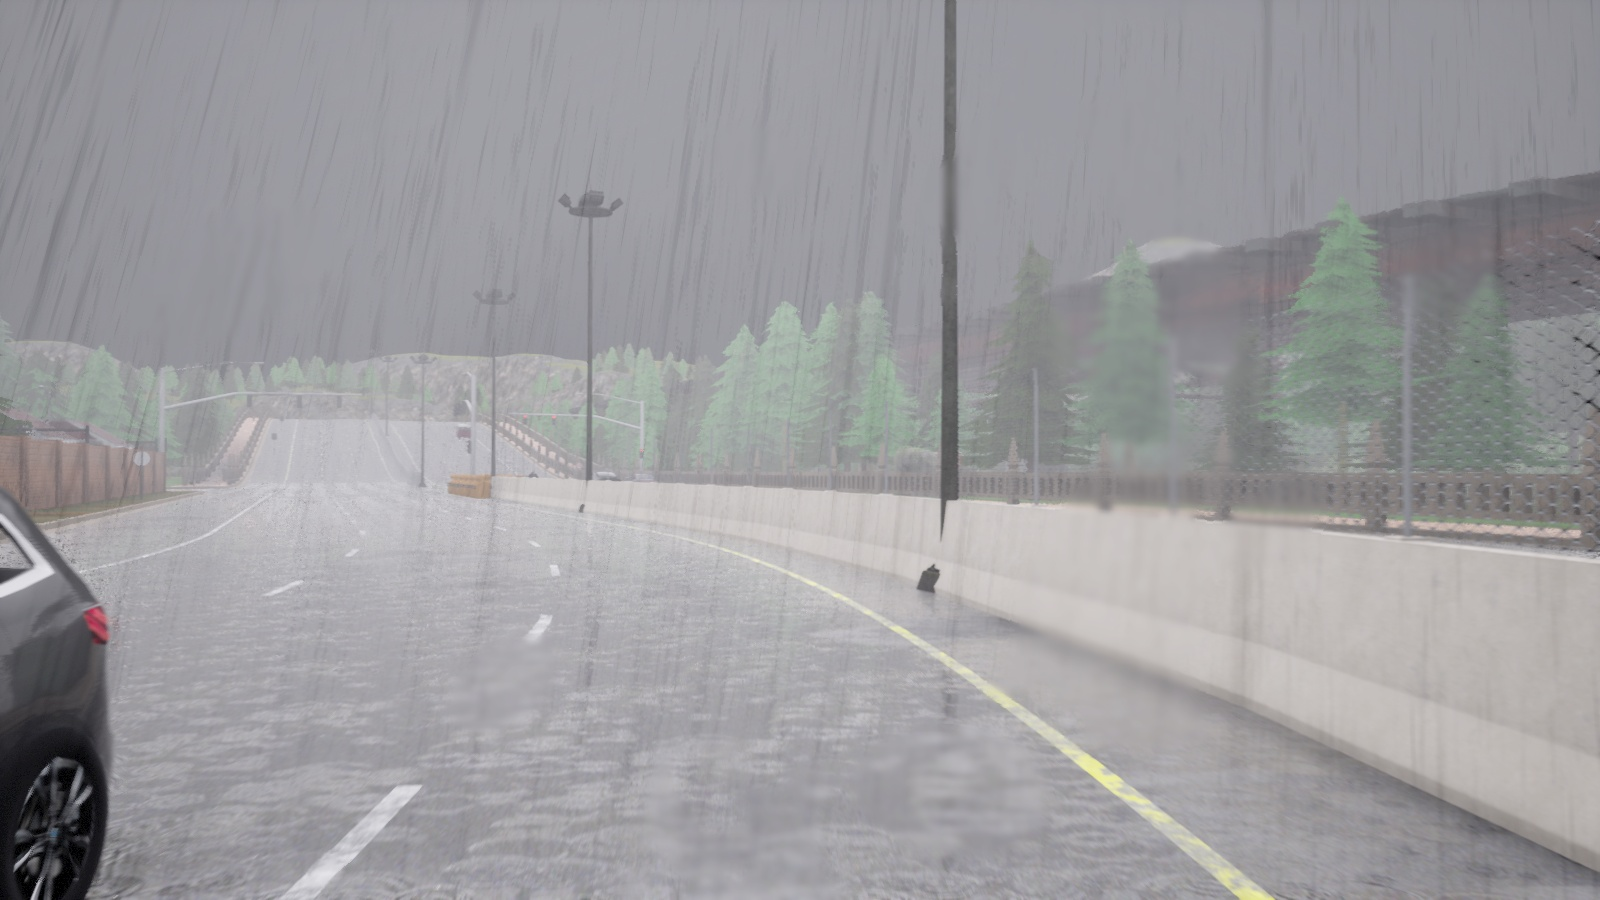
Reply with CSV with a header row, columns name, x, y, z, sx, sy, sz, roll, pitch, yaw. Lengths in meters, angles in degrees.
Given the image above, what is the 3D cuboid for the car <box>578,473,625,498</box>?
name,x,y,z,sx,sy,sz,roll,pitch,yaw
car,-12.458,2.191,78.593,1.837,1.490,4.892,0,-1,-21

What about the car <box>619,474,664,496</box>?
name,x,y,z,sx,sy,sz,roll,pitch,yaw
car,-10.539,2.320,83.290,1.994,1.385,4.181,0,-1,-21

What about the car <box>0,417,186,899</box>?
name,x,y,z,sx,sy,sz,roll,pitch,yaw
car,-3.470,0.717,2.598,2.242,1.667,4.611,0,-1,-2
